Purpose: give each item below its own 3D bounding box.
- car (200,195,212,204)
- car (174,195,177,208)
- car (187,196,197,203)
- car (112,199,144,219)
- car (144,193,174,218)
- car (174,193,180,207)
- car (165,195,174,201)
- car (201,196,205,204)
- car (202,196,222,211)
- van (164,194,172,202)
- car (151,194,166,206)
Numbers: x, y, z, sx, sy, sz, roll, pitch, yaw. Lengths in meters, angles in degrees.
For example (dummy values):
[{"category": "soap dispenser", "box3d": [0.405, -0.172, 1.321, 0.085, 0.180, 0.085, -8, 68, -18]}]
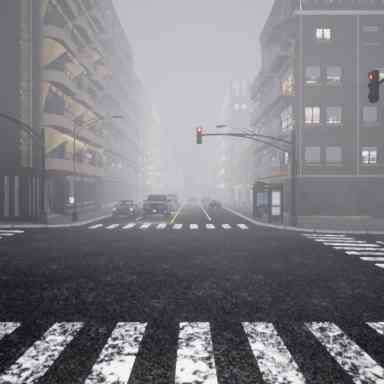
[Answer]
[{"category": "car", "box3d": [2.640, 1.437, 62.974, 1.967, 1.590, 4.097, 0, 0, 0]}, {"category": "car", "box3d": [-3.128, 1.502, 40.456, 1.837, 1.490, 4.892, 0, 0, 0]}, {"category": "car", "box3d": [0.046, 1.561, 69.642, 1.994, 1.385, 4.181, 0, 0, 0]}, {"category": "car", "box3d": [-5.715, 1.438, 29.140, 1.967, 1.590, 4.097, 0, 0, 0]}, {"category": "car", "box3d": [-3.123, 1.219, 30.342, 2.150, 2.045, 5.566, 0, 0, 0]}, {"category": "car", "box3d": [-3.125, 1.221, 52.253, 2.150, 2.045, 5.566, 0, 0, 0]}, {"category": "car", "box3d": [-5.757, 1.546, 85.528, 2.008, 1.369, 4.403, 0, 0, 0]}, {"category": "car", "box3d": [2.653, 1.542, 46.057, 1.887, 1.381, 4.507, 0, 0, 0]}, {"category": "car", "box3d": [2.657, 1.548, 40.419, 2.008, 1.369, 4.403, 0, 0, 0]}, {"category": "van", "box3d": [-5.753, 1.337, 79.889, 1.690, 1.788, 3.998, 0, 0, 0]}, {"category": "car", "box3d": [-5.737, 1.312, 57.333, 2.192, 1.841, 5.009, 0, 0, 0]}]
